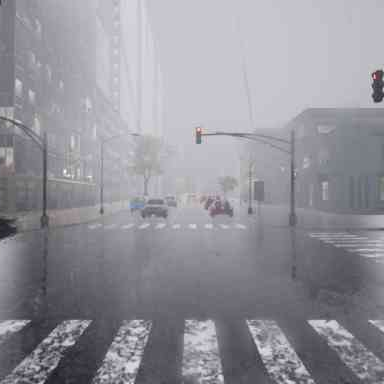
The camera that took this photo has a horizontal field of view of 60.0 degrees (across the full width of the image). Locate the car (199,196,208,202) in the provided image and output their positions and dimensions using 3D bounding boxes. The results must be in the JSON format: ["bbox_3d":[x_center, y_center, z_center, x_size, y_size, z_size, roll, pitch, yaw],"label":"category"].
[{"bbox_3d":[2.633,1.571,76.437,1.947,1.339,4.313,1,0,0],"label":"car"}]

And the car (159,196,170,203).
[{"bbox_3d":[-5.742,1.571,70.717,1.947,1.339,4.313,1,0,0],"label":"car"}]

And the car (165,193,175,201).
[{"bbox_3d":[-5.753,1.321,87.739,2.192,1.841,5.009,1,0,0],"label":"car"}]

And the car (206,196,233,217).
[{"bbox_3d":[2.677,1.444,31.045,1.967,1.590,4.097,1,0,0],"label":"car"}]

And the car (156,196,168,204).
[{"bbox_3d":[-5.737,1.571,65.043,1.947,1.339,4.313,1,0,0],"label":"car"}]

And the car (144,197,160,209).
[{"bbox_3d":[-5.720,1.530,47.851,1.752,1.417,4.829,1,0,0],"label":"car"}]

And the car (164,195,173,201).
[{"bbox_3d":[-5.752,1.556,82.065,2.008,1.369,4.403,1,0,0],"label":"car"}]

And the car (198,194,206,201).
[{"bbox_3d":[2.624,1.446,87.785,1.967,1.590,4.097,1,0,0],"label":"car"}]

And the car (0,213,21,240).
[{"bbox_3d":[-10.555,1.610,15.151,4.892,1.490,1.837,-1,2,-14],"label":"car"}]

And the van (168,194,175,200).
[{"bbox_3d":[-5.758,1.347,93.413,1.690,1.788,3.998,1,0,0],"label":"van"}]

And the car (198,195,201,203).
[{"bbox_3d":[2.648,1.320,65.089,2.192,1.841,5.009,1,0,0],"label":"car"}]

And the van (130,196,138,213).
[{"bbox_3d":[-5.707,1.345,36.673,1.690,1.788,3.998,1,0,0],"label":"van"}]

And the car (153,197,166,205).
[{"bbox_3d":[-5.732,1.587,59.369,1.802,1.307,4.206,1,0,0],"label":"car"}]

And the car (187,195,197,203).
[{"bbox_3d":[0.037,1.357,69.622,2.097,1.767,4.553,0,0,0],"label":"car"}]

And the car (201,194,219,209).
[{"bbox_3d":[2.669,1.320,42.393,2.192,1.841,5.009,1,0,0],"label":"car"}]

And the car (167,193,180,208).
[{"bbox_3d":[-3.136,1.358,47.111,2.097,1.767,4.553,0,0,0],"label":"car"}]

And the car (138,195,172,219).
[{"bbox_3d":[-3.126,1.357,29.065,2.097,1.767,4.553,0,0,0],"label":"car"}]
